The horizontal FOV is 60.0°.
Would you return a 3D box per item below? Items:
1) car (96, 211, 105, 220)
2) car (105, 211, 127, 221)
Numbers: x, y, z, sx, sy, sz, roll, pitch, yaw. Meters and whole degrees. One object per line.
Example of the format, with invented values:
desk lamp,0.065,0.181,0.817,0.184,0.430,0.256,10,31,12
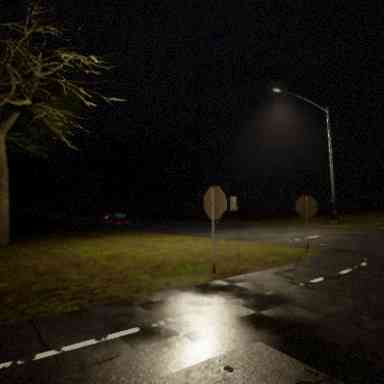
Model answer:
car,-16.253,4.321,61.317,1.837,1.490,4.892,-2,-1,-34
car,-12.539,4.076,55.955,1.812,1.442,4.674,-2,-1,-34
